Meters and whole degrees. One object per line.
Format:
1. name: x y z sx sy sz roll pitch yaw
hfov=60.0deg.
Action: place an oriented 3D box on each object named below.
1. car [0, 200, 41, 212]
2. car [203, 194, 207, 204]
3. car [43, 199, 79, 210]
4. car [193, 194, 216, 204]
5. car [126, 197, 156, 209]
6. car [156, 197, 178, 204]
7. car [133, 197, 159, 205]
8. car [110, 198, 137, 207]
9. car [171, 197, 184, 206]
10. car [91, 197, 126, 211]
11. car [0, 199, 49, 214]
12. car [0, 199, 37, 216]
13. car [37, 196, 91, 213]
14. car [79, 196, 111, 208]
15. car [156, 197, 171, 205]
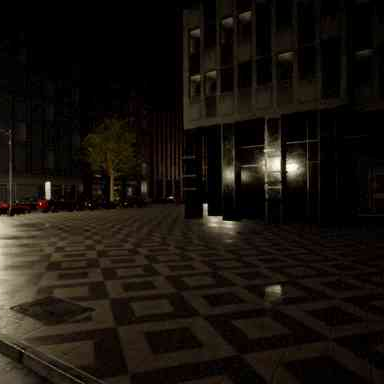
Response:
1. car: -20.763 1.642 40.055 1.947 1.339 4.313 -1 0 35
2. car: 2.298 1.222 58.371 2.192 1.841 5.009 -1 0 35
3. car: -17.551 1.641 44.690 1.802 1.307 4.206 -1 0 35
4. car: 2.381 1.283 63.018 2.097 1.767 4.553 -1 0 35
5. car: -7.336 1.509 44.465 1.947 1.339 4.313 -1 0 35
6. car: -4.703 1.574 63.231 1.947 1.339 4.313 -1 0 35
7. car: -8.012 1.544 58.455 1.752 1.417 4.829 -1 0 35
8. car: -11.127 1.612 53.960 1.802 1.307 4.206 -1 0 35
9. car: -0.913 1.462 53.735 1.887 1.381 4.507 -1 0 35
10. car: -10.547 1.524 39.831 1.947 1.339 4.313 -1 0 35
11. car: -19.016 1.551 37.741 1.837 1.490 4.892 -1 0 35
12. car: -16.970 1.576 30.562 1.802 1.307 4.206 -1 0 35
13. car: -13.761 1.290 35.198 2.192 1.841 5.009 -1 0 35
14. car: -14.341 1.484 49.325 1.967 1.590 4.097 -1 0 35
15. car: -5.140 1.585 57.636 1.895 1.301 4.718 -1 0 35
